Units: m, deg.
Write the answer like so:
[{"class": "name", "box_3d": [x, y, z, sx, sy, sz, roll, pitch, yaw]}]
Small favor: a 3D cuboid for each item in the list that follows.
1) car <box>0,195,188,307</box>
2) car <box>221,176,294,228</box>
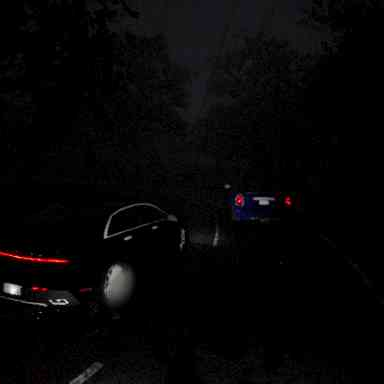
[{"class": "car", "box_3d": [-1.572, 0.834, 6.694, 1.837, 1.490, 4.892, 5, 7, 19]}, {"class": "car", "box_3d": [2.356, 0.145, 12.866, 2.097, 1.767, 4.553, 2, 6, 1]}]
